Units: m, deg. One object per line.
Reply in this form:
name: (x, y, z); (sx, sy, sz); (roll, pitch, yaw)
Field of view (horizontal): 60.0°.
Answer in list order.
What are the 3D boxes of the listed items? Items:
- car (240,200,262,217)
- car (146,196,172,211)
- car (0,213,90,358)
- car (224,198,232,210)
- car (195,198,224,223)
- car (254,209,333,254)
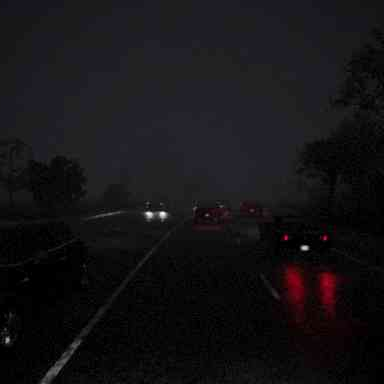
car: (5.562, 1.455, 31.296); (1.882, 1.535, 5.008); (0, 0, 8)
car: (-3.876, 1.305, 39.579); (2.097, 1.767, 4.553); (0, 0, 11)
car: (-3.486, 1.344, 5.975); (2.097, 1.767, 4.553); (0, 0, 1)
car: (4.029, 1.455, 42.326); (2.128, 1.511, 4.902); (0, 0, 12)
car: (1.302, 1.454, 25.305); (1.882, 1.535, 5.008); (0, 0, 6)
car: (3.923, 1.591, 13.478); (1.895, 1.301, 4.718); (0, 0, 3)
